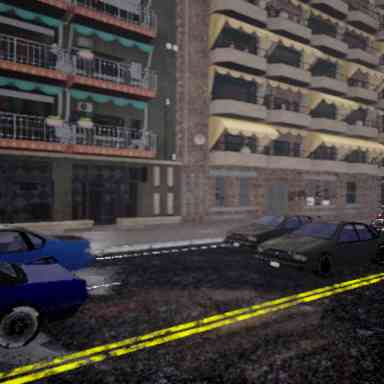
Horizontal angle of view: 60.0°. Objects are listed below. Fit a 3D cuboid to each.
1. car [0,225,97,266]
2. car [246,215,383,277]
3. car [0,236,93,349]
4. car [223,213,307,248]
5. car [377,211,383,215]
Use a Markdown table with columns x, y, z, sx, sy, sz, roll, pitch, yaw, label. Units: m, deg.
| x | y | z | sx | sy | sz | roll | pitch | yaw | label |
| --- | --- | --- | --- | --- | --- | --- | --- | --- | --- |
| -5.123 | 1.536 | 7.954 | 5.357 | 1.411 | 2.033 | 1 | 0 | -35 | car |
| 4.499 | 1.626 | 10.643 | 5.357 | 1.411 | 2.033 | 1 | 0 | -34 | car |
| -4.096 | 1.585 | 4.711 | 4.718 | 1.301 | 1.895 | 1 | 0 | -35 | car |
| 3.913 | 1.635 | 14.149 | 5.357 | 1.411 | 2.033 | 1 | 0 | -34 | car |
| 12.730 | 1.544 | 19.910 | 4.553 | 1.767 | 2.097 | 1 | 0 | -33 | car |
